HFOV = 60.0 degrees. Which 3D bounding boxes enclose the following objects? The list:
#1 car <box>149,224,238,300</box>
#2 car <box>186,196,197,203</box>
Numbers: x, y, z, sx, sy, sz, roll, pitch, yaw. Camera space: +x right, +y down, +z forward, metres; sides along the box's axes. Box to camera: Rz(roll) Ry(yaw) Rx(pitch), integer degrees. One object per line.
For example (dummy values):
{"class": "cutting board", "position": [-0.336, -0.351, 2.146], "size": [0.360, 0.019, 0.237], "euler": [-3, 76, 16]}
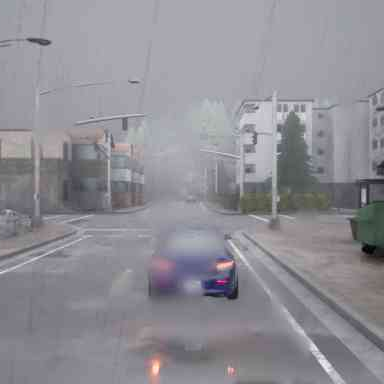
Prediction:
{"class": "car", "position": [0.040, 1.526, 8.290], "size": [1.812, 1.442, 4.674], "euler": [0, 0, 0]}
{"class": "car", "position": [-0.143, 1.526, 66.933], "size": [1.812, 1.442, 4.674], "euler": [0, 0, 0]}
